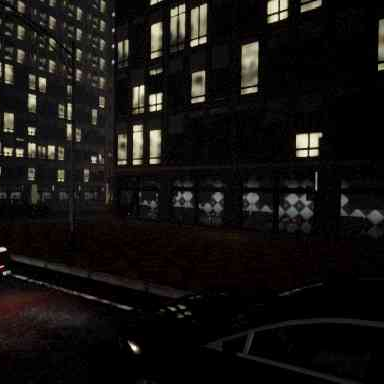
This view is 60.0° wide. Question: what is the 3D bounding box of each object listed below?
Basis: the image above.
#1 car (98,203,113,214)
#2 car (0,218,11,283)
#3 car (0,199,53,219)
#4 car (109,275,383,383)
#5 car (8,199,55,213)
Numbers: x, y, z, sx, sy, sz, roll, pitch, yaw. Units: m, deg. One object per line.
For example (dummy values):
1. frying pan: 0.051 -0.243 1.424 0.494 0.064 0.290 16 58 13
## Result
1. car: -8.879 1.829 39.777 1.752 1.417 4.829 1 0 36
2. car: -6.367 1.487 8.197 4.902 1.511 2.128 0 0 36
3. car: -15.663 1.518 30.555 2.192 1.841 5.009 1 0 36
4. car: 1.400 1.491 2.681 4.902 1.511 2.128 0 0 35
5. car: -19.175 1.642 39.925 1.752 1.417 4.829 1 0 36
